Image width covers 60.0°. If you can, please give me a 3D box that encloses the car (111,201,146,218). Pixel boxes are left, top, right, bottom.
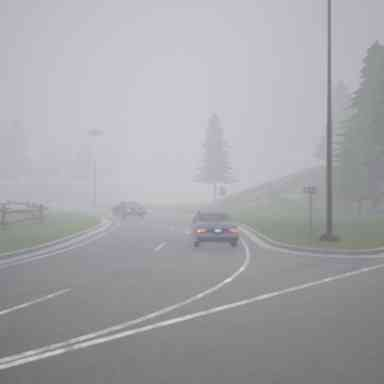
[{"bbox_3d":[-5.799,1.537,30.025,2.033,1.411,5.357,0,0,-28],"label":"car"}]

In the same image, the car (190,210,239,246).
[{"bbox_3d":[0.926,1.539,15.307,2.033,1.411,5.357,0,0,-2],"label":"car"}]
